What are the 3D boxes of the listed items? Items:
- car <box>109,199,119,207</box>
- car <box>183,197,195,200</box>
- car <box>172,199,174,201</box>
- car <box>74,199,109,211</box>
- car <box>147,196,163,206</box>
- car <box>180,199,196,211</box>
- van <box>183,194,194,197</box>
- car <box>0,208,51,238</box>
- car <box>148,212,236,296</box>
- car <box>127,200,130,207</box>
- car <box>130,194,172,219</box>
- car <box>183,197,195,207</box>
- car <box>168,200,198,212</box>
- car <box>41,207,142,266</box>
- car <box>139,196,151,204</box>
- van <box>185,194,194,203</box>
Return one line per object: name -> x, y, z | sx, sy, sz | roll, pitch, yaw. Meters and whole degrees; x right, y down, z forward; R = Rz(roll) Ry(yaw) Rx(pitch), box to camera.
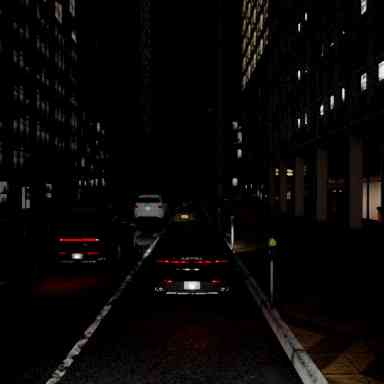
car -> -8.838, 1.422, 34.411 | 1.967, 1.590, 4.097 | 0, 0, 0
car -> -0.457, 1.533, 34.409 | 2.008, 1.369, 4.403 | 0, 0, 0
car -> -3.059, 1.535, 42.577 | 1.994, 1.385, 4.181 | 0, 0, 0
car -> -8.838, 1.513, 28.540 | 1.752, 1.417, 4.829 | 0, 0, 0
car -> -6.229, 1.438, 56.501 | 2.128, 1.511, 4.902 | 0, 0, 0
car -> -0.456, 1.557, 40.107 | 1.802, 1.307, 4.206 | 0, 0, 0
van -> -0.457, 1.307, 45.805 | 1.690, 1.788, 3.998 | 0, 0, 0
car -> -8.838, 1.546, 17.314 | 2.008, 1.369, 4.403 | 0, 0, 0
car -> 0.000, 1.502, 8.650 | 1.837, 1.490, 4.892 | 0, 0, 0
car -> -8.837, 1.523, 51.504 | 1.947, 1.339, 4.313 | 0, 0, 0
car -> -3.060, 1.211, 25.817 | 2.150, 2.045, 5.566 | 0, 0, 0
car -> -0.456, 1.501, 51.503 | 1.887, 1.381, 4.507 | 0, 0, 0
car -> -0.457, 1.518, 23.180 | 1.752, 1.417, 4.829 | 0, 0, 0
car -> -3.144, 1.502, 11.540 | 1.837, 1.490, 4.892 | 0, 0, 0
car -> -8.837, 1.517, 62.901 | 1.802, 1.307, 4.206 | 0, 0, 0
van -> -0.456, 1.266, 68.597 | 1.690, 1.788, 3.998 | 0, 0, 0
